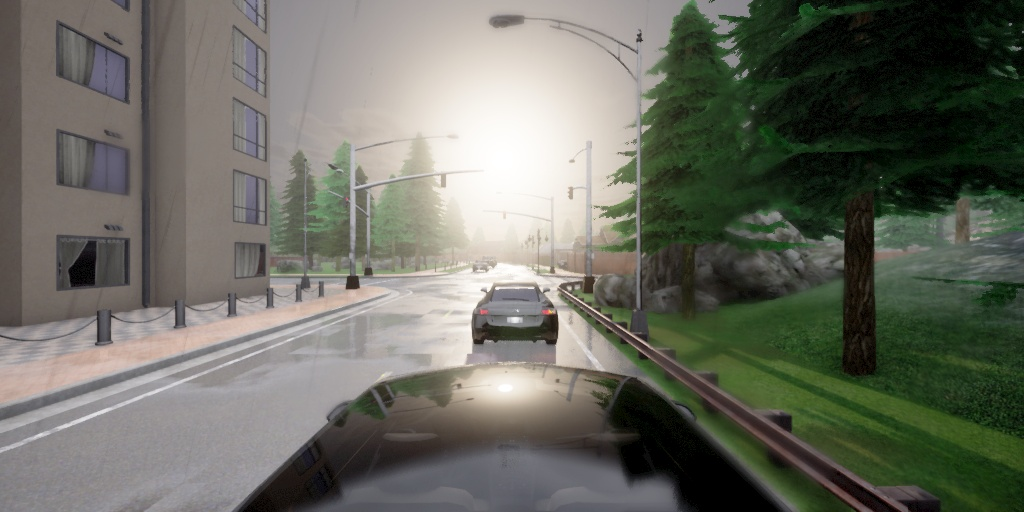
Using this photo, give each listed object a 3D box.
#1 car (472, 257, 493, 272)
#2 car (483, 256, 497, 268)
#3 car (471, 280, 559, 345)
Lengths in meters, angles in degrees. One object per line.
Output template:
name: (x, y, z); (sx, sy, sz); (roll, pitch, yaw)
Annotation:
car: (-3.934, 1.211, 45.624); (2.128, 1.511, 4.902); (0, 0, 0)
car: (-3.990, 0.942, 58.863); (2.150, 2.045, 5.566); (0, 0, 0)
car: (0.083, 1.314, 9.536); (1.994, 1.385, 4.181); (0, 0, 1)
